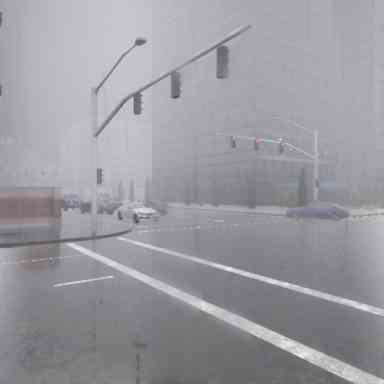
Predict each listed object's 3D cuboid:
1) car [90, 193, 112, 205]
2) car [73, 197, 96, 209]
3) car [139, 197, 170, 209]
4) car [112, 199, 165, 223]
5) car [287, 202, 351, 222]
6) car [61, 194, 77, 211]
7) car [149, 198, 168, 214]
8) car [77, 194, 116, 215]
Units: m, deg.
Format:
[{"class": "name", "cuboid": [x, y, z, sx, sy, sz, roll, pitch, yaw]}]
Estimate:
[{"class": "car", "cuboid": [-17.126, 1.221, 62.160, 2.150, 2.045, 5.566, 0, 0, -36]}, {"class": "car", "cuboid": [-15.419, 1.526, 47.450, 1.812, 1.442, 4.674, 0, 0, -35]}, {"class": "car", "cuboid": [-5.173, 1.491, 45.485, 2.128, 1.511, 4.902, 0, 0, -36]}, {"class": "car", "cuboid": [-4.292, 1.526, 25.899, 1.812, 1.442, 4.674, 0, 0, -36]}, {"class": "car", "cuboid": [9.808, 1.526, 25.963, 4.674, 1.442, 1.812, 0, 1, 25]}, {"class": "car", "cuboid": [-15.121, 1.221, 41.007, 2.150, 2.045, 5.566, 0, 0, -36]}, {"class": "car", "cuboid": [-4.404, 1.547, 32.061, 2.033, 1.411, 5.357, 0, 0, -36]}, {"class": "car", "cuboid": [-9.521, 1.352, 33.195, 2.097, 1.767, 4.553, 0, 0, -36]}]
